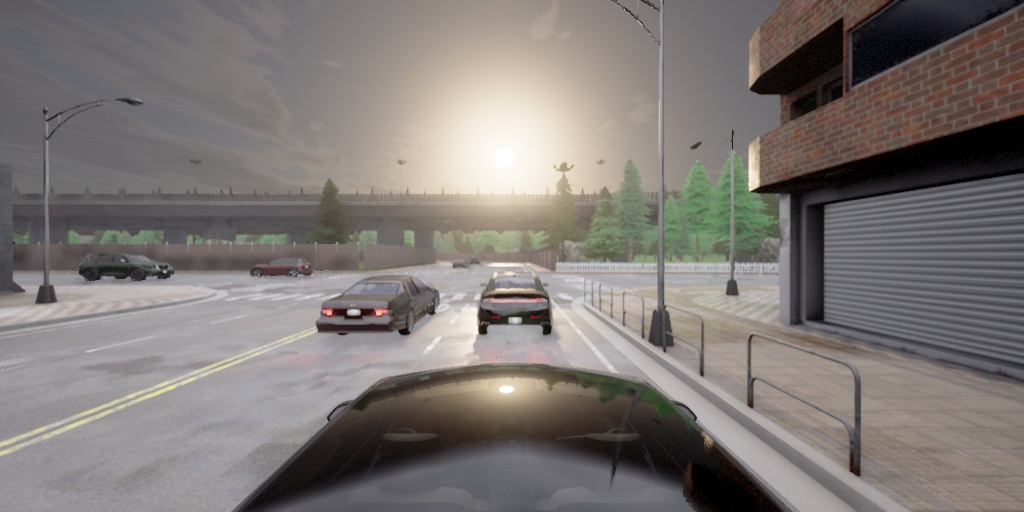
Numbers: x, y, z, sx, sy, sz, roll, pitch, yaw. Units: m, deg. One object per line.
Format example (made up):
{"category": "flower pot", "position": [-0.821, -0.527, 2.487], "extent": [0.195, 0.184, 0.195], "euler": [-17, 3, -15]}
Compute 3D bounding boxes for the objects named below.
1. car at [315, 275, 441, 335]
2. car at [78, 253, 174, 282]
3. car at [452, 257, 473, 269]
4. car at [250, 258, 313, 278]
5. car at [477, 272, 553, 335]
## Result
{"category": "car", "position": [-3.428, 1.261, 10.284], "extent": [2.033, 1.411, 5.357], "euler": [0, 0, 0]}
{"category": "car", "position": [-28.623, 0.810, 26.705], "extent": [5.566, 2.045, 2.150], "euler": [0, 0, 0]}
{"category": "car", "position": [-7.157, 1.092, 50.297], "extent": [2.033, 1.411, 5.357], "euler": [0, 0, 0]}
{"category": "car", "position": [-19.485, 0.922, 30.372], "extent": [4.553, 1.767, 2.097], "euler": [0, 0, 2]}
{"category": "car", "position": [0.074, 1.205, 10.365], "extent": [2.128, 1.511, 4.902], "euler": [0, 0, 0]}
